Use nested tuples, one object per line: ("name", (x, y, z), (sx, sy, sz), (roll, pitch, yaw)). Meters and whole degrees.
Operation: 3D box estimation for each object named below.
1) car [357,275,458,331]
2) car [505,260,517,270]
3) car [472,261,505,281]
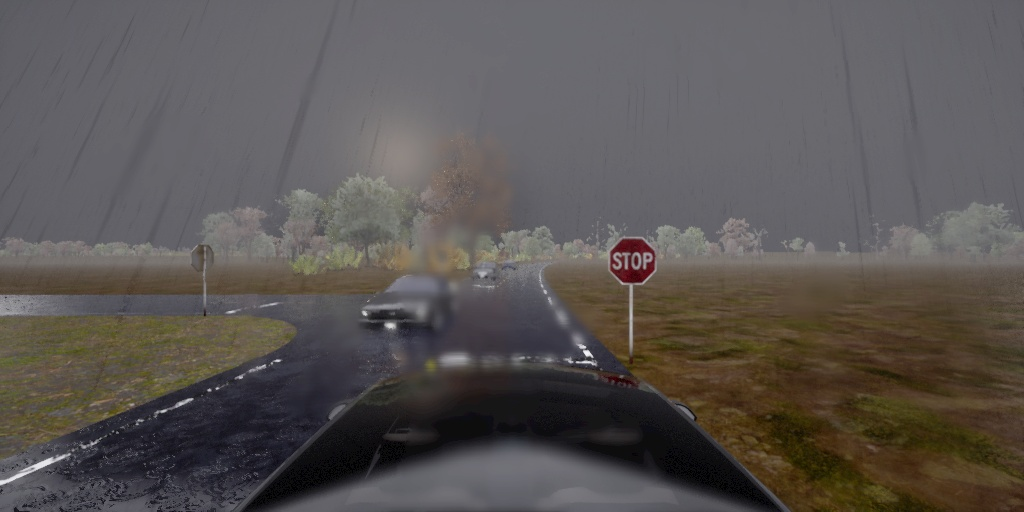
("car", (-2.895, 1.302, 11.279), (2.033, 1.411, 5.357), (0, 0, 0))
("car", (-0.340, 1.275, 51.862), (2.033, 1.411, 5.357), (0, 0, 5))
("car", (-2.103, 1.247, 29.729), (2.128, 1.511, 4.902), (0, 0, 3))
